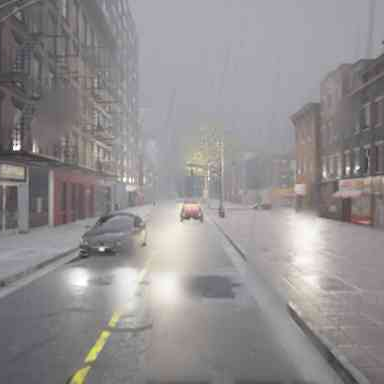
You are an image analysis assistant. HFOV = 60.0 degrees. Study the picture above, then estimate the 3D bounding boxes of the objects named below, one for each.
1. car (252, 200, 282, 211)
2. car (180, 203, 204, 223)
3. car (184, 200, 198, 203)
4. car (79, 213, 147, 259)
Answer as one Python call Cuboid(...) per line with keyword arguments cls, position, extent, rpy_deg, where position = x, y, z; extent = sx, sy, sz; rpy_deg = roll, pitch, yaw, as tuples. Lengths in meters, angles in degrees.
Cuboid(cls="car", position=(10.784, 1.897, 48.100), extent=(4.097, 1.590, 1.967), rpy_deg=(0, -1, 0))
Cuboid(cls="car", position=(-0.014, 1.823, 28.041), extent=(1.895, 1.301, 4.718), rpy_deg=(0, 0, 0))
Cuboid(cls="car", position=(-0.111, 1.654, 37.948), extent=(2.097, 1.767, 4.553), rpy_deg=(0, 0, 0))
Cuboid(cls="car", position=(-2.888, 1.609, 13.049), extent=(1.837, 1.490, 4.892), rpy_deg=(0, -1, 0))
